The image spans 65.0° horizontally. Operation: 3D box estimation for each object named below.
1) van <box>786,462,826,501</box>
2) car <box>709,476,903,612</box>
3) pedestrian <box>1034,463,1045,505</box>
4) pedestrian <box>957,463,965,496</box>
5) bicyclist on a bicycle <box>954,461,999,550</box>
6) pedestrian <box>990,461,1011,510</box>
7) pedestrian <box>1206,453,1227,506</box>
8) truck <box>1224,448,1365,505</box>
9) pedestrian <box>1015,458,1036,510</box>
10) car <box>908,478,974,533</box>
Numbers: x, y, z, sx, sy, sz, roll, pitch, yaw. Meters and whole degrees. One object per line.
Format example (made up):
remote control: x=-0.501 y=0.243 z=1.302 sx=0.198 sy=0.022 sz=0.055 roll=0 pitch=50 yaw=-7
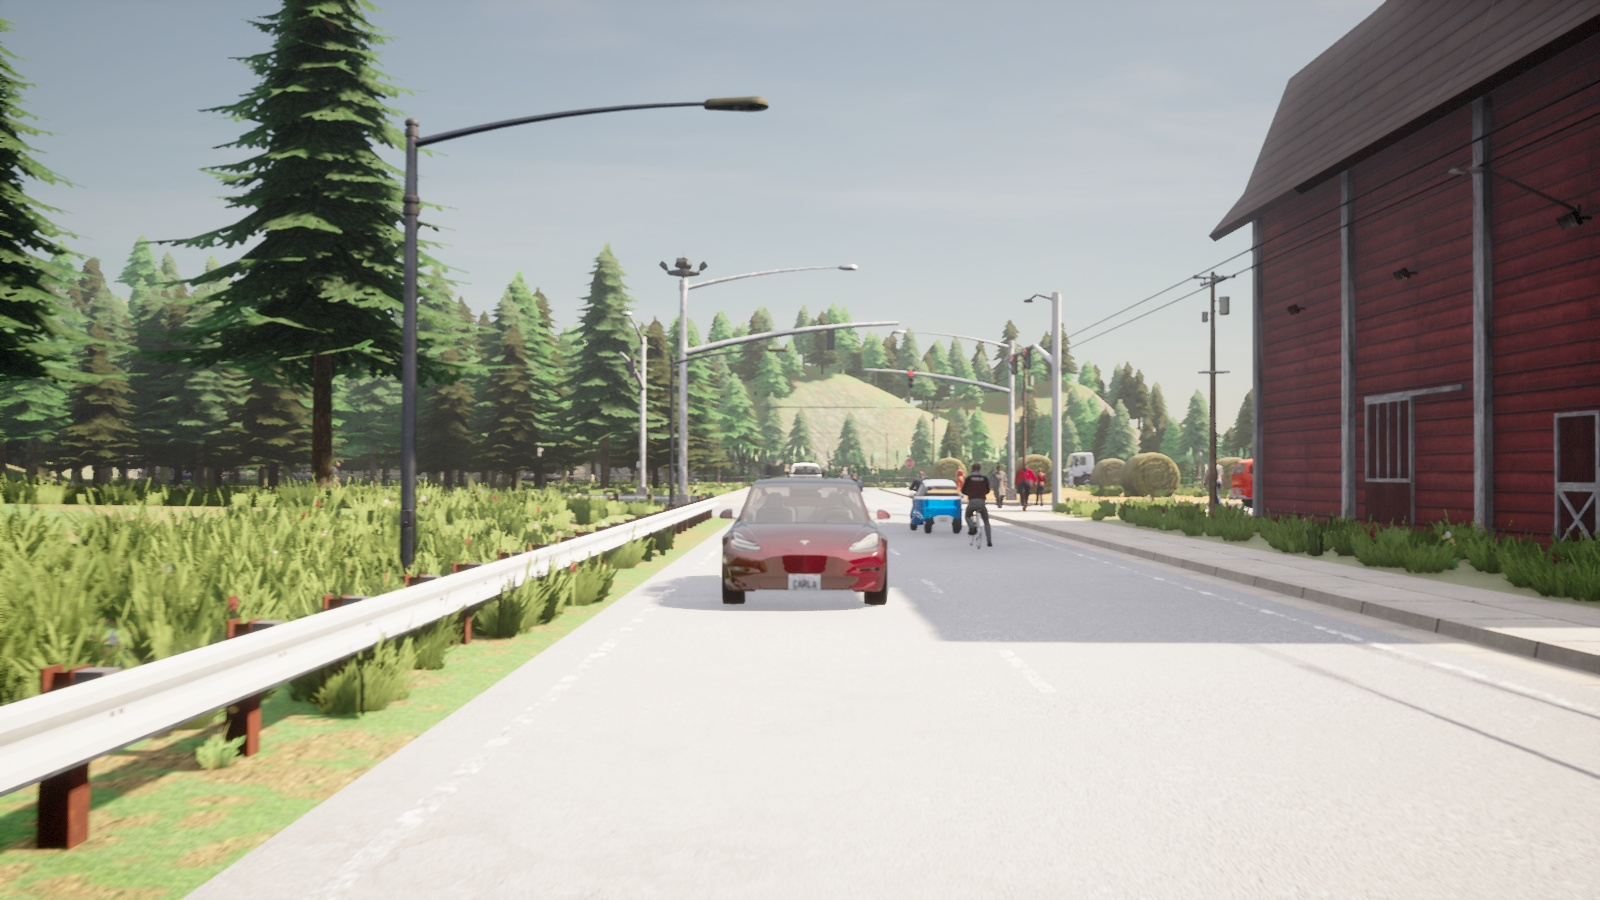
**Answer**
van: x=0.334 y=1.723 z=68.390 sx=2.069 sy=2.038 sz=4.480 roll=0 pitch=-1 yaw=0
car: x=0.079 y=1.099 z=16.391 sx=2.163 sy=1.488 sz=4.792 roll=0 pitch=-1 yaw=0
pedestrian: x=10.791 y=1.531 z=56.487 sx=0.331 sy=1.846 sz=0.636 roll=0 pitch=-1 yaw=-4
pedestrian: x=9.100 y=1.649 z=70.994 sx=0.345 sy=1.836 sz=0.594 roll=0 pitch=-1 yaw=3
bicyclist on a bicycle: x=3.626 y=1.122 z=25.911 sx=0.659 sy=1.776 sz=1.843 roll=0 pitch=-1 yaw=0
pedestrian: x=8.142 y=1.446 z=51.054 sx=0.659 sy=1.952 sz=0.873 roll=0 pitch=-1 yaw=-3
pedestrian: x=14.513 y=1.036 z=43.784 sx=0.354 sy=1.836 sz=0.706 roll=0 pitch=-1 yaw=-17
truck: x=21.922 y=1.190 z=55.802 sx=5.204 sy=2.467 sz=2.627 roll=0 pitch=-1 yaw=-1
pedestrian: x=8.042 y=1.213 z=44.823 sx=0.634 sy=1.844 sz=0.899 roll=0 pitch=-1 yaw=4
car: x=3.660 y=1.427 z=32.891 sx=1.481 sy=1.376 sz=2.207 roll=0 pitch=-1 yaw=0
